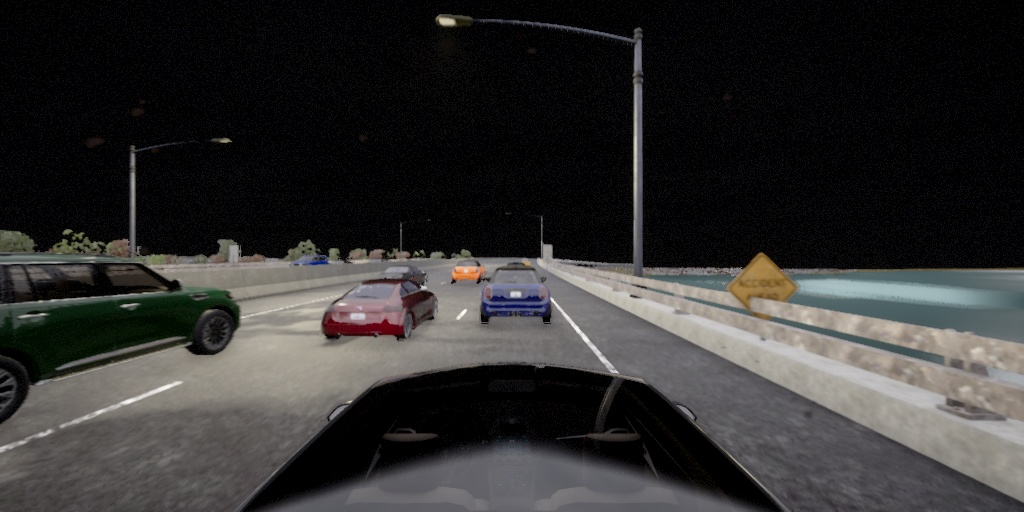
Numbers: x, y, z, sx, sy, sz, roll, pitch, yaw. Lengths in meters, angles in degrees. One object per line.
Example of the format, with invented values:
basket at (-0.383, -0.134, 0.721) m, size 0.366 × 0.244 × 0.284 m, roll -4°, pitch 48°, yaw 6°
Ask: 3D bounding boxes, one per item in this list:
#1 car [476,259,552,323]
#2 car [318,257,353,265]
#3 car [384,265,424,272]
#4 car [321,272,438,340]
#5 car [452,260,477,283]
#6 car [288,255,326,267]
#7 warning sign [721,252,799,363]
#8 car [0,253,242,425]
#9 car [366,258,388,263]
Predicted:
car at (0.130, 1.094, 12.244) m, size 2.097 × 1.767 × 4.553 m, roll 0°, pitch 0°, yaw 1°
car at (-20.573, 1.238, 42.733) m, size 1.837 × 1.490 × 4.892 m, roll 0°, pitch 0°, yaw 2°
car at (-6.792, 1.283, 22.594) m, size 2.033 × 1.411 × 5.357 m, roll 0°, pitch 0°, yaw 1°
car at (-3.393, 1.306, 9.953) m, size 1.994 × 1.385 × 4.181 m, roll 0°, pitch 0°, yaw 1°
car at (-3.203, 1.086, 27.358) m, size 2.097 × 1.767 × 4.553 m, roll 0°, pitch 0°, yaw 1°
car at (-24.075, 0.955, 42.776) m, size 2.150 × 2.045 × 5.566 m, roll 0°, pitch 0°, yaw 2°
warning sign at (4.558, 0.862, 6.519) m, size 1.300 × 1.860 × 1.060 m, roll 0°, pitch 0°, yaw 0°
car at (-6.926, 0.969, 5.416) m, size 2.150 × 2.045 × 5.566 m, roll 0°, pitch 0°, yaw -1°
car at (-17.007, 1.085, 45.036) m, size 2.097 × 1.767 × 4.553 m, roll 0°, pitch 0°, yaw 2°
